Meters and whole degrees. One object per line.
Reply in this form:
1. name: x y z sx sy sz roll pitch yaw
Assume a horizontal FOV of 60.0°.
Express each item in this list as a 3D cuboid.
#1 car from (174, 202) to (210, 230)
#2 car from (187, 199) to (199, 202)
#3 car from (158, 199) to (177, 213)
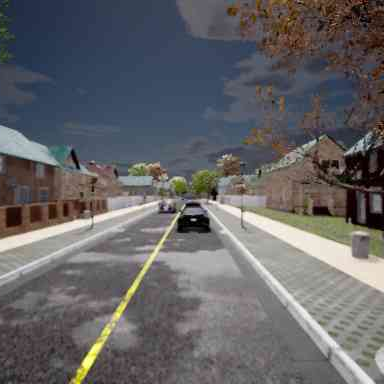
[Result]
1. car: 0.100 1.594 21.326 1.994 1.385 4.181 0 0 0
2. car: 0.101 1.587 39.321 1.837 1.490 4.892 0 0 0
3. car: -2.765 1.571 38.163 2.128 1.511 4.902 0 0 0
